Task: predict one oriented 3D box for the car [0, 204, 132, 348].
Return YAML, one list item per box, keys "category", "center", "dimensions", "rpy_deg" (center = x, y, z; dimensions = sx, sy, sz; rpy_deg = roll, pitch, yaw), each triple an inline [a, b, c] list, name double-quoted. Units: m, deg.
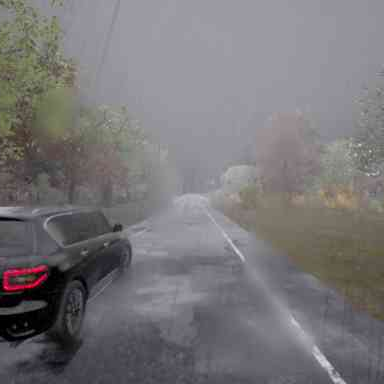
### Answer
- category: "car"
  center: [-2.759, 1.243, 6.626]
  dimensions: [2.150, 2.045, 5.566]
  rpy_deg: [0, 0, 2]
